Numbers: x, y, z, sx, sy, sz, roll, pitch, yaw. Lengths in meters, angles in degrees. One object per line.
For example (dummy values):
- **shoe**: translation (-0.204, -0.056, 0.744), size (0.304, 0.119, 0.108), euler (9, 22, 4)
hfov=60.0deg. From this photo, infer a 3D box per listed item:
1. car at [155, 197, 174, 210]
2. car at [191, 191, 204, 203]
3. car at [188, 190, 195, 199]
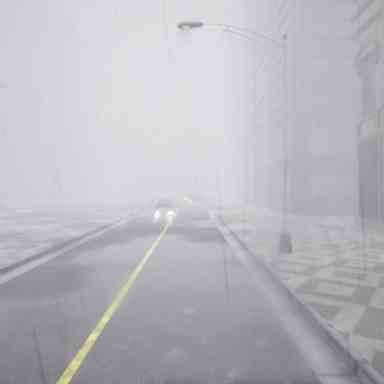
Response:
- **car**: translation (-3.070, 1.278, 37.735), size (1.895, 1.301, 4.718), euler (0, 0, 0)
- **car**: translation (1.081, 0.997, 54.996), size (1.801, 1.575, 5.366), euler (0, 0, 0)
- **car**: translation (0.041, 0.819, 71.842), size (1.994, 1.385, 4.181), euler (0, 0, 0)
